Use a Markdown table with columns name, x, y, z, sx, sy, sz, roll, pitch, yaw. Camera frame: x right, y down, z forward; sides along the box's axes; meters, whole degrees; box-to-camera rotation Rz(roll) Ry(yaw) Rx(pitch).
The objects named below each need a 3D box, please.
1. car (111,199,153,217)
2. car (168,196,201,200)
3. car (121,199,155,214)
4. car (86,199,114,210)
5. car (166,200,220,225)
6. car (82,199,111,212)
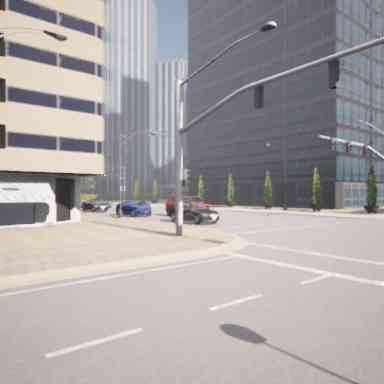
| name | x | y | z | sx | sy | sz | roll | pitch | yaw |
| --- | --- | --- | --- | --- | --- | --- | --- | --- | --- |
| car | -5.795 | 1.623 | 33.037 | 1.882 | 1.535 | 5.008 | 0 | 0 | -38 |
| car | -0.339 | 1.363 | 31.761 | 2.150 | 2.045 | 5.566 | 0 | 0 | -39 |
| car | -6.467 | 1.668 | 39.549 | 1.837 | 1.490 | 4.892 | 0 | 0 | -38 |
| car | -13.520 | 1.735 | 48.534 | 2.033 | 1.411 | 5.357 | 0 | 0 | -38 |
| car | 0.087 | 1.617 | 25.573 | 2.128 | 1.511 | 4.902 | 0 | 0 | -38 |
| car | -11.877 | 1.658 | 40.766 | 2.128 | 1.511 | 4.902 | 0 | 0 | -38 |
